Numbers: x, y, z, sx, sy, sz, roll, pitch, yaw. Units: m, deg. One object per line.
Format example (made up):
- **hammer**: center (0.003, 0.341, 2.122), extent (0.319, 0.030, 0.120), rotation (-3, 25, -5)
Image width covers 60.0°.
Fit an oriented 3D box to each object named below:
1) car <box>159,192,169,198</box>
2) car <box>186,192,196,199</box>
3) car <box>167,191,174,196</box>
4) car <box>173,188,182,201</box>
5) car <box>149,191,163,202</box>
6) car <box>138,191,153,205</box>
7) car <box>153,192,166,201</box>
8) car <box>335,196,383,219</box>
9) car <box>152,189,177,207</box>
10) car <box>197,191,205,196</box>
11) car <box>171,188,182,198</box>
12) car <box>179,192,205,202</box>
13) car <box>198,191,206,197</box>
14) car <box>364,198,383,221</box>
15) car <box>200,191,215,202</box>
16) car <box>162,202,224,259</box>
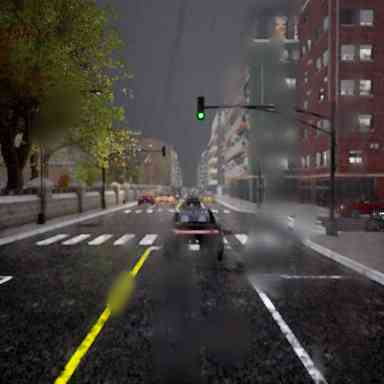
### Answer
- **car**: center (-5.959, 0.666, 71.465), extent (1.802, 1.307, 4.206), rotation (0, 1, 0)
- **car**: center (-0.262, 0.629, 70.786), extent (2.033, 1.411, 5.357), rotation (0, 1, 0)
- **car**: center (-6.042, 0.342, 93.434), extent (1.752, 1.417, 4.829), rotation (0, 1, 0)
- **car**: center (-3.273, 0.621, 56.489), extent (2.097, 1.767, 4.553), rotation (0, 1, 0)
- **car**: center (-5.898, 0.729, 54.860), extent (1.967, 1.590, 4.097), rotation (0, 1, 0)
- **car**: center (-5.857, 0.743, 43.789), extent (2.192, 1.841, 5.009), rotation (0, 1, 0)
- **car**: center (-5.918, 0.765, 60.396), extent (1.887, 1.381, 4.507), rotation (0, 1, 0)
- **car**: center (14.514, 1.228, 27.297), extent (5.009, 1.841, 2.192), rotation (1, 0, 0)
- **car**: center (-3.240, 0.820, 40.632), extent (2.097, 1.767, 4.553), rotation (0, 1, 0)
- **car**: center (2.359, 0.426, 88.101), extent (1.887, 1.381, 4.507), rotation (0, 1, 0)
- **car**: center (-3.269, 0.160, 72.133), extent (2.150, 2.045, 5.566), rotation (0, 1, 0)
- **car**: center (-0.031, 1.024, 35.546), extent (2.128, 1.511, 4.902), rotation (0, 1, 0)
- **car**: center (2.380, 0.493, 82.567), extent (1.887, 1.381, 4.507), rotation (0, 1, 0)
- **car**: center (15.924, 1.488, 24.703), extent (4.892, 1.490, 1.837), rotation (1, 1, 0)
- **car**: center (2.503, 0.881, 49.528), extent (1.752, 1.417, 4.829), rotation (0, 1, 0)
- **car**: center (0.057, 1.332, 11.913), extent (2.128, 1.511, 4.902), rotation (0, 1, 0)
